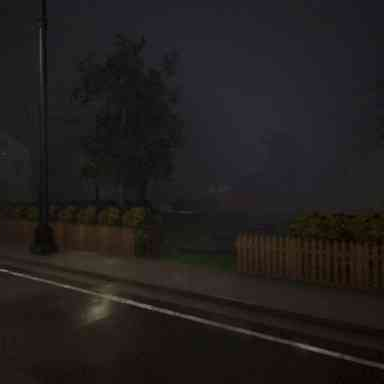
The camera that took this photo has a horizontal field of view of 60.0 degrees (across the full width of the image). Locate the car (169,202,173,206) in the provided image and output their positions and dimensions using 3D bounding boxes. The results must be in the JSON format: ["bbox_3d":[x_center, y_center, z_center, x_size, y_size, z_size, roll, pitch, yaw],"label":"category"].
[{"bbox_3d":[-2.058,2.087,63.497,2.033,1.411,5.357,-1,-1,35],"label":"car"}]
